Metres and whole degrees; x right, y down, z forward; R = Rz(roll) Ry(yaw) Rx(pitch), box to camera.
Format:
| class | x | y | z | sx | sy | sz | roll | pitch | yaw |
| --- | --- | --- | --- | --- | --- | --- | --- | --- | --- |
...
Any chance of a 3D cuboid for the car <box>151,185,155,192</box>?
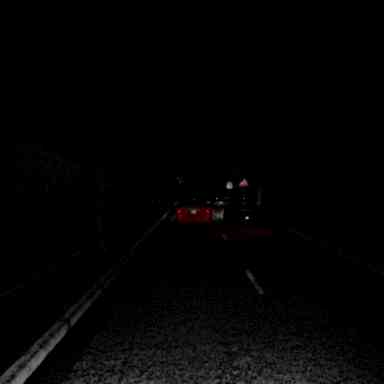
| class | x | y | z | sx | sy | sz | roll | pitch | yaw |
| --- | --- | --- | --- | --- | --- | --- | --- | --- | --- |
| car | -13.807 | -0.490 | 92.345 | 5.008 | 1.535 | 2.097 | -2 | 2 | -20 |

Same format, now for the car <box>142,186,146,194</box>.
| class | x | y | z | sx | sy | sz | roll | pitch | yaw |
| --- | --- | --- | --- | --- | --- | --- | --- | --- | --- |
| car | -13.655 | 0.083 | 74.403 | 5.366 | 1.575 | 1.946 | -1 | 1 | -20 |

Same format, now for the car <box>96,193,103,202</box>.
| class | x | y | z | sx | sy | sz | roll | pitch | yaw |
| --- | --- | --- | --- | --- | --- | --- | --- | --- | --- |
| car | -13.844 | 0.851 | 41.317 | 4.674 | 1.452 | 2.002 | -1 | 2 | -20 |

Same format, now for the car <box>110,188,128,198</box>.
| class | x | y | z | sx | sy | sz | roll | pitch | yaw |
| --- | --- | --- | --- | --- | --- | --- | --- | --- | --- |
| car | -13.813 | 0.536 | 56.338 | 4.792 | 1.488 | 2.163 | -1 | 1 | -20 |

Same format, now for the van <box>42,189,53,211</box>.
| class | x | y | z | sx | sy | sz | roll | pitch | yaw |
| --- | --- | --- | --- | --- | --- | --- | --- | --- | --- |
| van | -13.754 | 0.885 | 26.446 | 4.442 | 1.987 | 1.878 | -1 | 1 | -20 |

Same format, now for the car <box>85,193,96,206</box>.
| class | x | y | z | sx | sy | sz | roll | pitch | yaw |
| --- | --- | --- | --- | --- | --- | --- | --- | --- | --- |
| car | -13.823 | 0.745 | 38.342 | 4.553 | 1.767 | 2.185 | -1 | 2 | -20 |

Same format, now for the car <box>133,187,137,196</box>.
| class | x | y | z | sx | sy | sz | roll | pitch | yaw |
| --- | --- | --- | --- | --- | --- | --- | --- | --- | --- |
| car | -13.837 | 0.356 | 65.333 | 4.674 | 1.452 | 2.002 | -1 | 1 | -20 |

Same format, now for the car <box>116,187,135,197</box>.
| class | x | y | z | sx | sy | sz | roll | pitch | yaw |
| --- | --- | --- | --- | --- | --- | --- | --- | --- | --- |
| car | -14.007 | 0.383 | 62.260 | 5.366 | 1.575 | 1.946 | -1 | 2 | -20 |

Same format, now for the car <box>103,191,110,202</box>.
| class | x | y | z | sx | sy | sz | roll | pitch | yaw |
| --- | --- | --- | --- | --- | --- | --- | --- | --- | --- |
| car | -13.821 | 0.779 | 44.334 | 4.792 | 1.488 | 2.163 | -1 | 1 | -20 |

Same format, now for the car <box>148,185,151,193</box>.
| class | x | y | z | sx | sy | sz | roll | pitch | yaw |
| --- | --- | --- | --- | --- | --- | --- | --- | --- | --- |
| car | -13.851 | -0.405 | 86.334 | 4.553 | 1.767 | 2.185 | -2 | 2 | -20 |

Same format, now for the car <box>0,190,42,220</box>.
| class | x | y | z | sx | sy | sz | roll | pitch | yaw |
| --- | --- | --- | --- | --- | --- | --- | --- | --- | --- |
| car | -13.891 | 0.922 | 23.403 | 5.566 | 2.045 | 2.435 | -1 | 1 | -20 |

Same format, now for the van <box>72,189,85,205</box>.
| class | x | y | z | sx | sy | sz | roll | pitch | yaw |
| --- | --- | --- | --- | --- | --- | --- | --- | --- | --- |
| van | -13.965 | 0.709 | 35.305 | 4.442 | 1.987 | 1.878 | -1 | 2 | -20 |

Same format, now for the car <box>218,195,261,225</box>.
| class | x | y | z | sx | sy | sz | roll | pitch | yaw |
| --- | --- | --- | --- | --- | --- | --- | --- | --- | --- |
| car | 3.102 | 1.210 | 21.140 | 2.128 | 1.511 | 4.902 | 0 | 1 | 0 |

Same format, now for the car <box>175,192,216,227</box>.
| class | x | y | z | sx | sy | sz | roll | pitch | yaw |
| --- | --- | --- | --- | --- | --- | --- | --- | --- | --- |
| car | 0.102 | 1.083 | 20.480 | 2.097 | 1.767 | 4.553 | 0 | 1 | 0 |

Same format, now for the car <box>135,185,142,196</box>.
| class | x | y | z | sx | sy | sz | roll | pitch | yaw |
| --- | --- | --- | --- | --- | --- | --- | --- | --- | --- |
| car | -13.808 | -0.003 | 68.345 | 5.566 | 2.045 | 2.435 | -1 | 1 | -20 |

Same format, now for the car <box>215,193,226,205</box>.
| class | x | y | z | sx | sy | sz | roll | pitch | yaw |
| --- | --- | --- | --- | --- | --- | --- | --- | --- | --- |
| car | 3.103 | 0.878 | 37.888 | 2.128 | 1.511 | 4.902 | 0 | 1 | 0 |

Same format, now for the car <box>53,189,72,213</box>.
| class | x | y | z | sx | sy | sz | roll | pitch | yaw |
| --- | --- | --- | --- | --- | --- | --- | --- | --- | --- |
| car | -13.836 | 0.801 | 29.398 | 5.566 | 2.045 | 2.435 | -1 | 1 | -20 |

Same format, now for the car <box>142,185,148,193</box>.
| class | x | y | z | sx | sy | sz | roll | pitch | yaw |
| --- | --- | --- | --- | --- | --- | --- | --- | --- | --- |
| car | -13.853 | -0.245 | 77.322 | 5.566 | 2.045 | 2.435 | -1 | 2 | -20 |

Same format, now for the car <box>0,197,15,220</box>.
| class | x | y | z | sx | sy | sz | roll | pitch | yaw |
| --- | --- | --- | --- | --- | --- | --- | --- | --- | --- |
| car | -13.859 | 1.267 | 20.437 | 4.674 | 1.452 | 2.002 | -1 | 1 | -20 |

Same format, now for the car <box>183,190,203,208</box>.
| class | x | y | z | sx | sy | sz | roll | pitch | yaw |
| --- | --- | --- | --- | --- | --- | --- | --- | --- | --- |
| car | 0.103 | 0.743 | 37.637 | 2.097 | 1.767 | 4.553 | 0 | 1 | 0 |

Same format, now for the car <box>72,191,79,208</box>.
| class | x | y | z | sx | sy | sz | roll | pitch | yaw |
| --- | --- | --- | --- | --- | --- | --- | --- | --- | --- |
| car | -13.849 | 0.993 | 32.371 | 4.892 | 1.521 | 2.231 | -1 | 2 | -20 |
